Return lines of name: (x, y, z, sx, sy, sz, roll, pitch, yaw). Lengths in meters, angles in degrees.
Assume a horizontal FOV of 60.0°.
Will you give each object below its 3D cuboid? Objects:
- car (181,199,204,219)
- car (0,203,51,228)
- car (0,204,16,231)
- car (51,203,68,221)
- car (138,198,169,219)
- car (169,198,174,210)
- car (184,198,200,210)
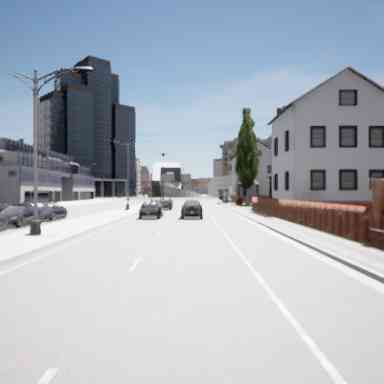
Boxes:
car: (0.008, 1.491, 29.170, 1.882, 1.535, 5.008, 0, 0, 0)
car: (-11.501, 1.551, 22.208, 1.812, 1.442, 4.674, 0, 0, 0)
car: (-11.575, 1.555, 17.007, 2.033, 1.411, 5.357, 0, 0, 0)
car: (-11.561, 1.576, 26.738, 1.994, 1.385, 4.181, 0, 0, 1)
car: (-3.491, 1.504, 29.189, 2.128, 1.511, 4.902, 0, 0, 0)
car: (-3.451, 1.512, 43.642, 2.128, 1.511, 4.902, 0, 0, 1)
car: (0.055, 1.585, 44.494, 1.994, 1.385, 4.181, 0, 0, 0)
